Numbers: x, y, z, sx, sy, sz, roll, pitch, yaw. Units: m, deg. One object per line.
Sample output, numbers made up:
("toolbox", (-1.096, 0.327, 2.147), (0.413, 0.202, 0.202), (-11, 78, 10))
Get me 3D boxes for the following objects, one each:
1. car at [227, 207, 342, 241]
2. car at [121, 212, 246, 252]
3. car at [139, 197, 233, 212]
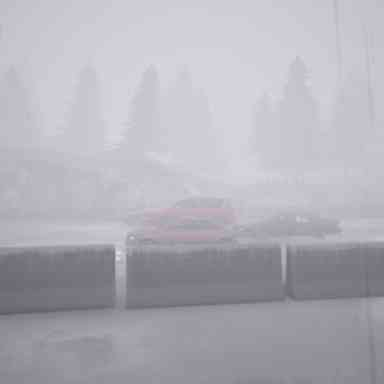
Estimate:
("car", (4.743, 1.642, 16.793), (5.357, 1.411, 2.033), (0, 0, -9))
("car", (-0.395, 1.621, 12.403), (4.181, 1.385, 1.994), (0, 0, -9))
("car", (-0.147, 1.314, 19.539), (5.566, 2.045, 2.150), (0, 0, -9))
